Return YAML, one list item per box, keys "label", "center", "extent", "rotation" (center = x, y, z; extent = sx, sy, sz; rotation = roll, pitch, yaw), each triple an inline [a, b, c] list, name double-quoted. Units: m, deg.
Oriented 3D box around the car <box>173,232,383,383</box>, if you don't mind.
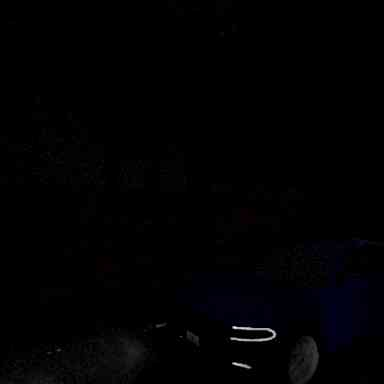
- label: "car"
  center: [2.041, 1.488, 5.456]
  extent: [5.008, 1.535, 1.882]
  rotation: [0, 0, -36]
